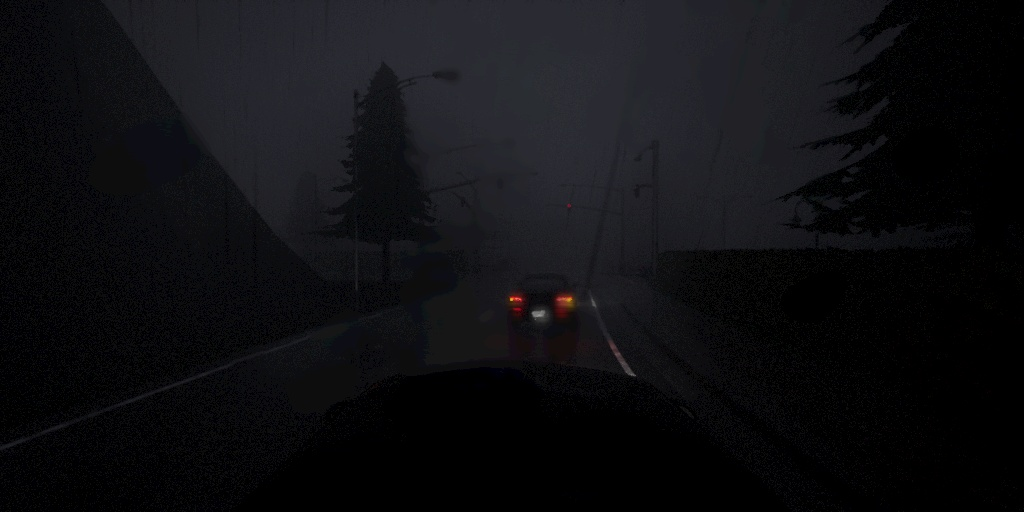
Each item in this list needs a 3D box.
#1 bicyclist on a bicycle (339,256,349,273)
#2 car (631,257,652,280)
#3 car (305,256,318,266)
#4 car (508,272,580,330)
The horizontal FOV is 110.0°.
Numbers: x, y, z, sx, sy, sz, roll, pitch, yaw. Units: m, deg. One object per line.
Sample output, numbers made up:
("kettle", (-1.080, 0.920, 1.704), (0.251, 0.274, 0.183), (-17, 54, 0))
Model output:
("bicyclist on a bicycle", (-16.957, 0.854, 36.239), (0.582, 1.620, 1.656), (0, 1, 9))
("car", (11.219, 1.025, 24.756), (5.008, 1.535, 1.882), (0, 0, 5))
("car", (-29.368, 0.736, 54.549), (1.812, 1.442, 4.674), (0, 1, 8))
("car", (1.038, 1.192, 10.755), (1.812, 1.442, 4.674), (0, 1, 9))
